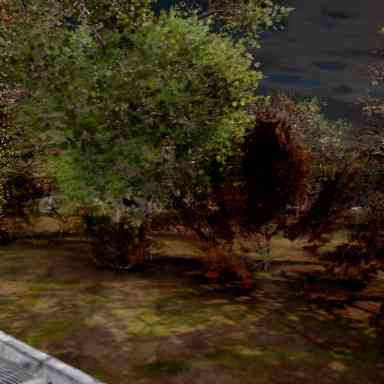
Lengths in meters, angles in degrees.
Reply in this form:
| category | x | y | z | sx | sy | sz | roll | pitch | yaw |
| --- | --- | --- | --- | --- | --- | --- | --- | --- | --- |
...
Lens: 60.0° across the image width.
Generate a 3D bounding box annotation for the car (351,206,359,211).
| category | x | y | z | sx | sy | sz | roll | pitch | yaw |
| --- | --- | --- | --- | --- | --- | --- | --- | --- | --- |
| car | 18.469 | 2.347 | 37.629 | 2.002 | 1.452 | 4.674 | 0 | 0 | 35 |
